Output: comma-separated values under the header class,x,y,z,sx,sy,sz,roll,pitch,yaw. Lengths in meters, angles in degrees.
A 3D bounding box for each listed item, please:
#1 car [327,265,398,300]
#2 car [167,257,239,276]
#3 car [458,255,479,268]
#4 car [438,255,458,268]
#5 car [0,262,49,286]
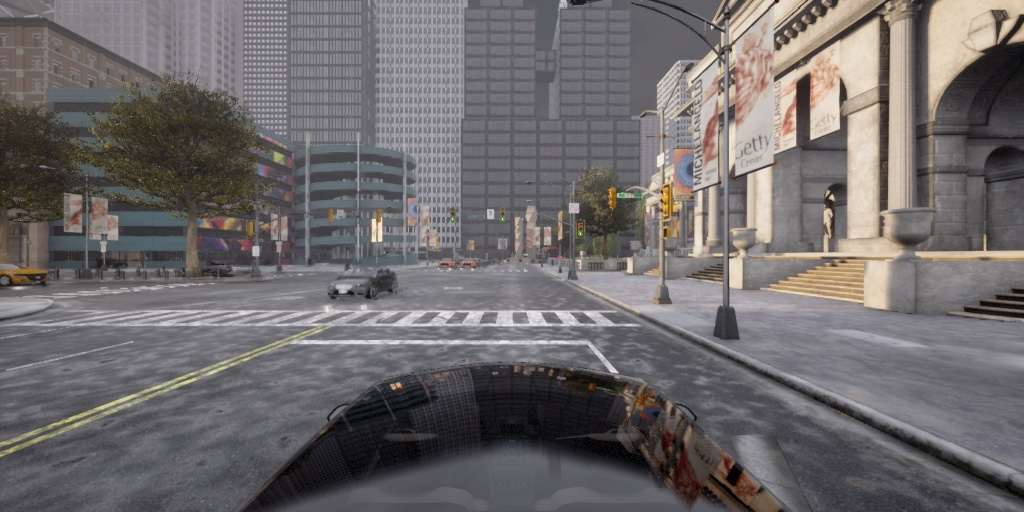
class,x,y,z,sx,sy,sz,roll,pitch,yaw
car,-7.068,1.217,17.461,2.128,1.511,4.902,0,0,0
car,-30.587,1.163,35.514,4.902,1.511,2.128,0,0,0
car,-6.985,1.043,57.950,2.097,1.767,4.553,0,0,0
car,-10.484,1.037,57.983,2.097,1.767,4.553,0,0,0
car,-34.042,1.154,23.812,5.008,1.535,1.882,0,0,-1
